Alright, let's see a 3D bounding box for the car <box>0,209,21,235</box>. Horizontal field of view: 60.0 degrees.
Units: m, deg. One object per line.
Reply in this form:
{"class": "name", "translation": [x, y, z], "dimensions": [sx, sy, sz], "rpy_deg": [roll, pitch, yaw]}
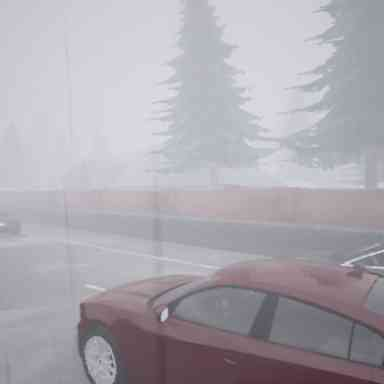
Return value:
{"class": "car", "translation": [-10.842, 1.579, 17.840], "dimensions": [4.181, 1.385, 1.994], "rpy_deg": [0, 0, 43]}

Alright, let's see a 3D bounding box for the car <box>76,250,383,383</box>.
{"class": "car", "translation": [0.813, 1.486, 3.520], "dimensions": [5.008, 1.535, 1.882], "rpy_deg": [0, 0, 36]}

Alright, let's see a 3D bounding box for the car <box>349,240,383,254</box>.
{"class": "car", "translation": [3.811, 1.508, 5.664], "dimensions": [4.902, 1.511, 2.128], "rpy_deg": [0, 0, 36]}
